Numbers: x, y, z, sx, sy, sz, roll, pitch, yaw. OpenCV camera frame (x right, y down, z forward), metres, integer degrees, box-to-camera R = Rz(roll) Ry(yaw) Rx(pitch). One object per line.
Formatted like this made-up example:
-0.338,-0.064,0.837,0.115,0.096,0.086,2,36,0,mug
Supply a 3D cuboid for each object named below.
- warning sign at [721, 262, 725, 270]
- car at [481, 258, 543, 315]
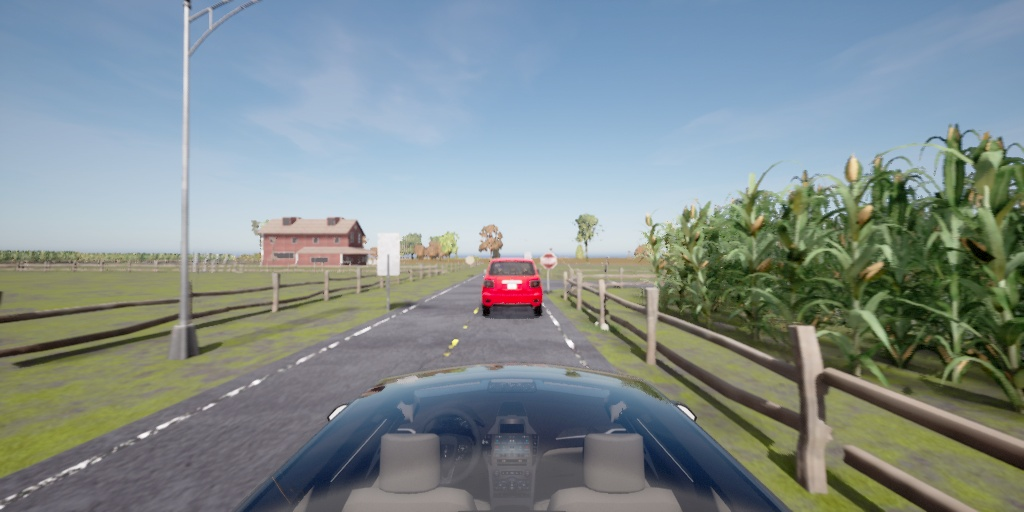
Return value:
15.872,1.218,26.517,1.060,1.860,1.300,0,0,0,warning sign
0.009,1.103,14.421,2.150,2.045,5.566,0,0,0,car
